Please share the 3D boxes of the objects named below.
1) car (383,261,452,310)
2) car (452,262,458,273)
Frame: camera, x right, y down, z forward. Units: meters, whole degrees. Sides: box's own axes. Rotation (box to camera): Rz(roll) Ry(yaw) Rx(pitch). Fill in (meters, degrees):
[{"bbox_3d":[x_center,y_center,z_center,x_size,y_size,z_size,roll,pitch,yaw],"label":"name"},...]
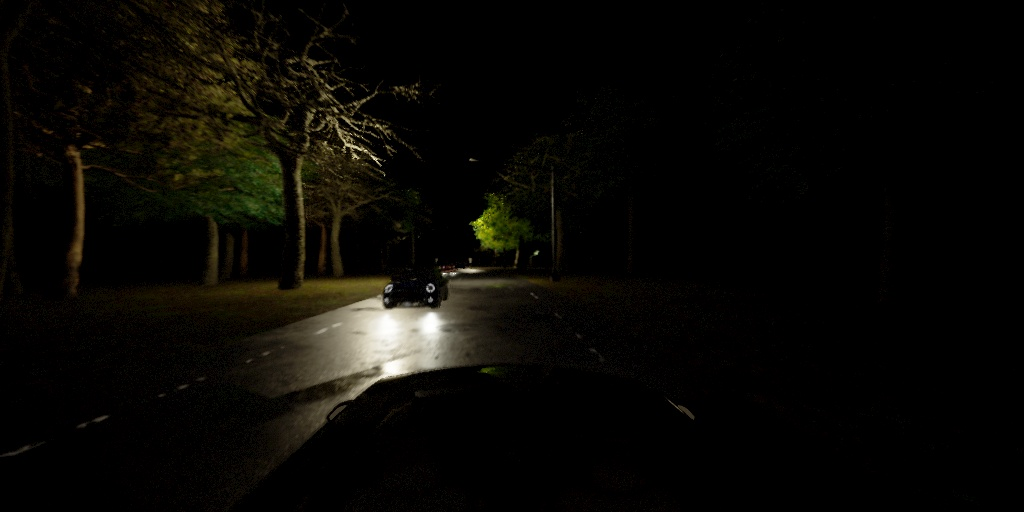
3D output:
[{"bbox_3d":[-4.027,1.243,15.622,2.097,1.767,4.553,-1,0,-3],"label":"car"},{"bbox_3d":[-9.959,1.670,55.766,2.097,1.767,4.553,-1,-1,-13],"label":"car"}]
